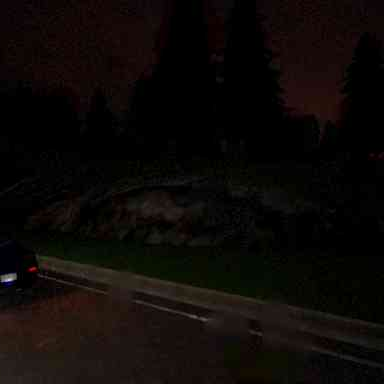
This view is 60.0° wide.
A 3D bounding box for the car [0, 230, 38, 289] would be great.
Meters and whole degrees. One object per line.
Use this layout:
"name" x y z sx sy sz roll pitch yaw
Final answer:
"car" -5.490 1.526 7.912 4.674 1.442 1.812 0 0 36
